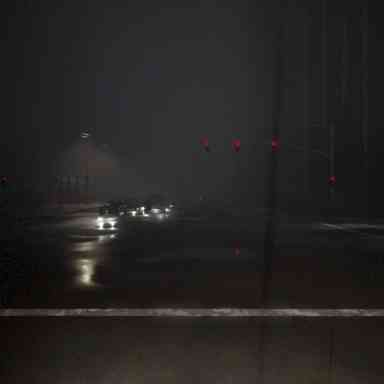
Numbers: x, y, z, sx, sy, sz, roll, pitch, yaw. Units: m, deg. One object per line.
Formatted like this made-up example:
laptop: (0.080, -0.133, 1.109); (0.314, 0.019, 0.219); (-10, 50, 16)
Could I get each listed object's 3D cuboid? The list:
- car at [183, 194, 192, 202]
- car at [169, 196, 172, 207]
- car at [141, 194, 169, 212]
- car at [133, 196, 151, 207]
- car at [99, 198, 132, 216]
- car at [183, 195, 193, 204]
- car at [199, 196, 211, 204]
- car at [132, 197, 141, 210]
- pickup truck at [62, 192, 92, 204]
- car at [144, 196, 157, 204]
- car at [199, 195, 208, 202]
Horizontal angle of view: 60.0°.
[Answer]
car: (-0.964, 1.355, 75.368); (2.097, 1.767, 4.553); (0, 0, -1)
car: (-4.285, 1.601, 48.390); (1.895, 1.301, 4.718); (0, 0, -1)
car: (-4.190, 1.221, 38.443); (2.150, 2.045, 5.566); (0, 0, -1)
car: (-7.828, 1.491, 52.495); (2.128, 1.511, 4.902); (0, 0, -1)
car: (-7.707, 1.491, 32.809); (2.128, 1.511, 4.902); (0, 0, 2)
car: (-0.735, 1.601, 62.424); (1.895, 1.301, 4.718); (0, 0, -1)
car: (2.742, 1.491, 64.740); (2.128, 1.511, 4.902); (0, 0, -1)
car: (-7.729, 1.478, 42.111); (1.882, 1.535, 5.008); (0, 0, -1)
pickup truck: (-20.932, 1.059, 59.956); (2.390, 2.098, 6.274); (0, 0, 30)
car: (-7.888, 1.477, 64.287); (1.882, 1.535, 5.008); (0, 0, 0)
car: (2.538, 1.524, 75.124); (1.812, 1.442, 4.674); (0, 0, -1)
